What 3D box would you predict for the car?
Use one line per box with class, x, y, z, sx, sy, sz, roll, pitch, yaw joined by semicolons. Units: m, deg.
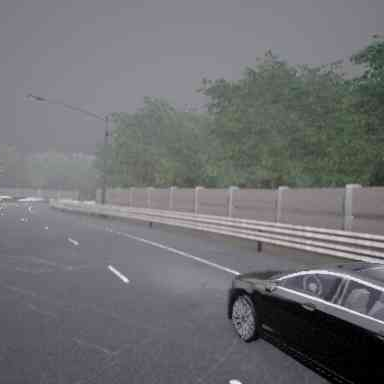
car;2.260;1.695;4.421;2.128;1.511;4.902;3;-1;-24
